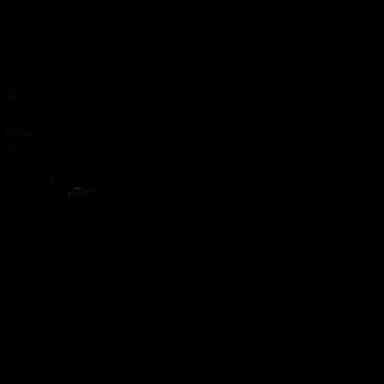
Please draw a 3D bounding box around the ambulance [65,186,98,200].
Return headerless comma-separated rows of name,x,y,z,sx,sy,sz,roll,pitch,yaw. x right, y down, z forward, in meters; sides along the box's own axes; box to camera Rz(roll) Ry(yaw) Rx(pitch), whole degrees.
ambulance,-20.813,0.179,62.762,2.351,2.431,6.366,-1,-1,35
